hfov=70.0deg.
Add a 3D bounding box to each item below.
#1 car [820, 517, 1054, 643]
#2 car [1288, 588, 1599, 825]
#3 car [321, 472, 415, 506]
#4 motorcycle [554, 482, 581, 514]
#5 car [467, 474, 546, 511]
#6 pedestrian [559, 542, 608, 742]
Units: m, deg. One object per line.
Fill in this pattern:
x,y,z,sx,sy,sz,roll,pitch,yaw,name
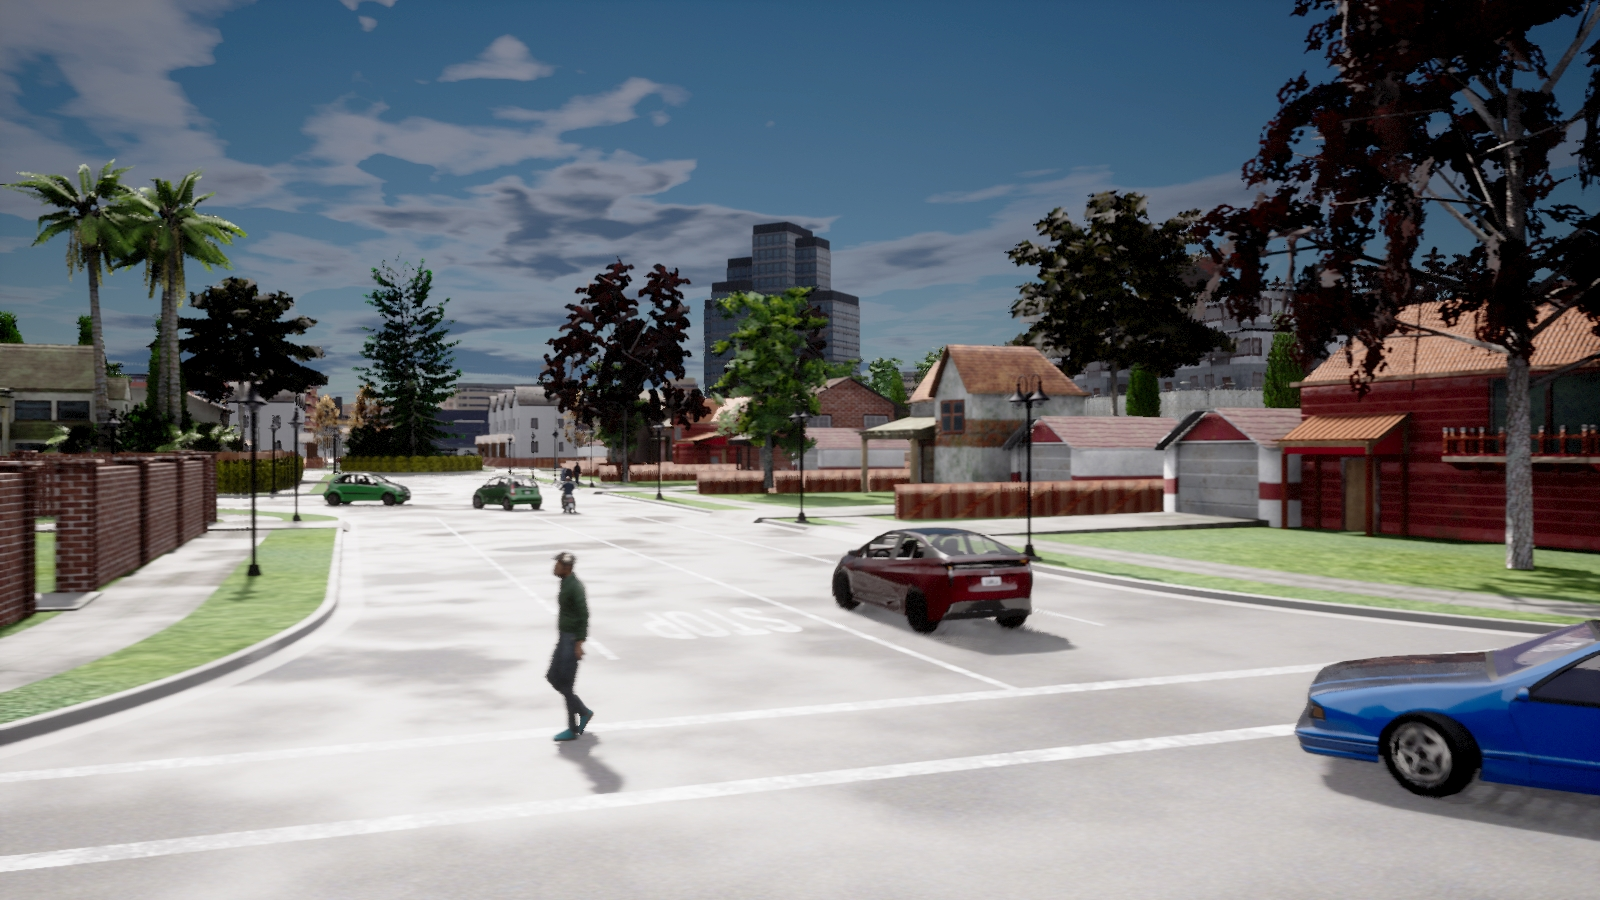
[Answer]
2.105,2.026,19.062,2.007,1.525,4.514,0,0,-21,car
6.902,2.073,9.072,5.357,1.411,2.033,0,0,30,car
-21.500,1.928,56.912,3.988,1.617,1.851,0,0,0,car
-10.321,2.111,50.750,0.856,1.341,1.805,0,0,-22,motorcycle
-13.949,1.984,54.242,1.851,1.617,3.988,0,0,-45,car
-2.106,1.843,11.094,0.375,1.860,0.375,0,0,-27,pedestrian
